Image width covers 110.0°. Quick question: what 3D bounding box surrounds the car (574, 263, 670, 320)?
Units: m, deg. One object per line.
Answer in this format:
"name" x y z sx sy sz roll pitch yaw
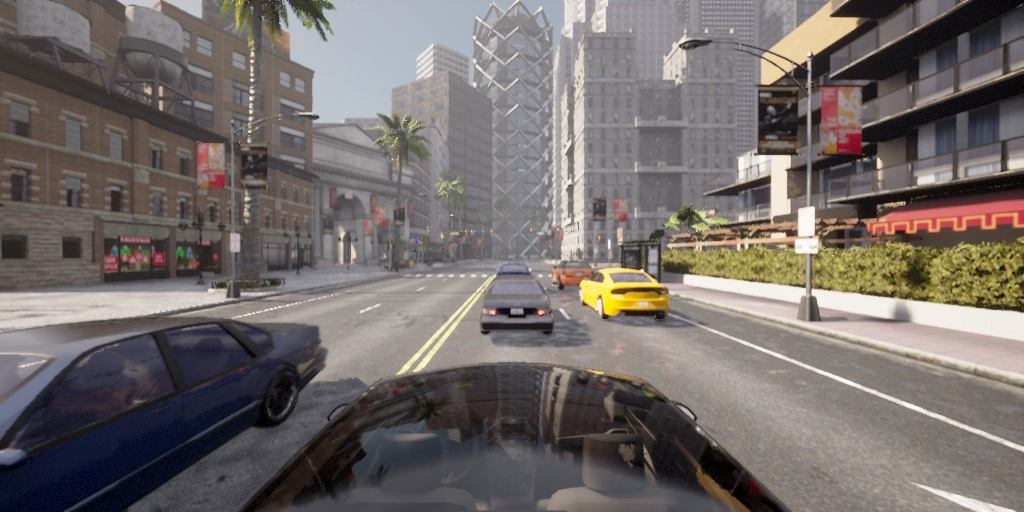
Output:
"car" 3.614 1.167 12.356 1.882 1.535 5.008 0 0 0

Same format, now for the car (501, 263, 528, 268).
"car" 0.116 1.122 20.170 1.882 1.535 5.008 0 0 0

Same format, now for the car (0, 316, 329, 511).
"car" -3.600 1.291 2.907 2.033 1.411 5.357 0 0 0

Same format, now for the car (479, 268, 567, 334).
"car" 0.108 1.248 10.384 2.033 1.411 5.357 0 0 0

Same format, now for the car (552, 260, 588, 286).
"car" 3.617 0.988 21.568 2.097 1.767 4.553 0 0 0
